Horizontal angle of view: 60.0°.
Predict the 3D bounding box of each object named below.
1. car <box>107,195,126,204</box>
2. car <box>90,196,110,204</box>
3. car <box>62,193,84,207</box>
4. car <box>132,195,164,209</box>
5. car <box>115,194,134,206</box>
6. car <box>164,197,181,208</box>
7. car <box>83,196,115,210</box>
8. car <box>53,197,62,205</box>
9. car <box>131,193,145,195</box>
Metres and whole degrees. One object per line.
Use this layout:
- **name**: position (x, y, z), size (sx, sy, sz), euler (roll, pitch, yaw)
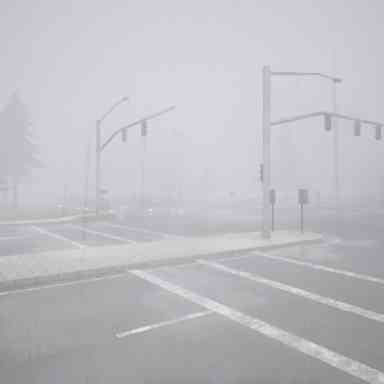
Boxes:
- **car**: position (-14.795, 1.478, 65.274), size (1.882, 1.535, 5.008), euler (0, 0, -34)
- **car**: position (-17.346, 1.491, 62.786), size (2.128, 1.511, 4.902), euler (0, 0, -35)
- **car**: position (-17.717, 1.221, 51.024), size (2.150, 2.045, 5.566), euler (0, 0, -35)
- **car**: position (-6.255, 1.505, 46.869), size (1.837, 1.490, 4.892), euler (0, 0, -35)
- **car**: position (-11.495, 1.505, 54.362), size (1.837, 1.490, 4.892), euler (0, 0, -35)
- **car**: position (-3.472, 1.505, 48.997), size (1.837, 1.490, 4.892), euler (0, 0, -35)
- **car**: position (-12.056, 1.505, 42.947), size (1.837, 1.490, 4.892), euler (0, 0, -35)
- **car**: position (-23.411, 1.564, 59.244), size (1.994, 1.385, 4.181), euler (0, 0, -34)
- **car**: position (-9.009, 1.222, 56.921), size (2.150, 2.045, 5.566), euler (0, 0, -35)
